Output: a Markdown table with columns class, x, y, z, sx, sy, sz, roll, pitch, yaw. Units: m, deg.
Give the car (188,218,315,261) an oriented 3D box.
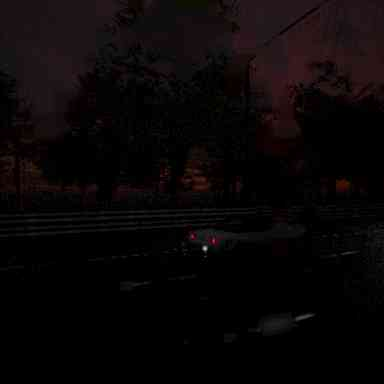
| class | x | y | z | sx | sy | sz | roll | pitch | yaw |
| --- | --- | --- | --- | --- | --- | --- | --- | --- | --- |
| car | 2.331 | 1.604 | 12.307 | 4.718 | 1.301 | 1.895 | 0 | 0 | -31 |
